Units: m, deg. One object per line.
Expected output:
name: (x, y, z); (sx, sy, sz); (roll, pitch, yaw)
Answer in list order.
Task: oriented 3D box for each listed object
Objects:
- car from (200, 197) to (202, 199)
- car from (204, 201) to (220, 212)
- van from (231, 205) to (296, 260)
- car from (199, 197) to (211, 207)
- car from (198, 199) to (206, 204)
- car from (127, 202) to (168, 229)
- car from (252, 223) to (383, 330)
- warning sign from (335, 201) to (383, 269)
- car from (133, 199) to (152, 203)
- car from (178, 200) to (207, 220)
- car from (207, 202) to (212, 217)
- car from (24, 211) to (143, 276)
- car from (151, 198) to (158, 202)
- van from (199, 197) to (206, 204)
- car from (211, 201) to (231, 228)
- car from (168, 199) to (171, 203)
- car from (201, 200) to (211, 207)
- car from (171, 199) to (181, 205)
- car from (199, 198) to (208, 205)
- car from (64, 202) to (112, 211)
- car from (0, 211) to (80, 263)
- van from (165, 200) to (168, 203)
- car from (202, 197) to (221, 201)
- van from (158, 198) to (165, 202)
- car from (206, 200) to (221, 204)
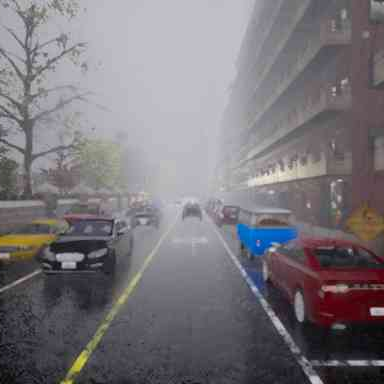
car: (2.687, 2.007, 57.705); (1.967, 1.590, 4.097); (0, -1, 0)
car: (2.688, 1.999, 46.445); (2.008, 1.369, 4.403); (0, -1, 0)
van: (2.692, 1.458, 12.668); (1.690, 1.788, 3.998); (0, -1, 0)
car: (2.686, 2.005, 68.966); (2.192, 1.841, 5.009); (0, -1, 0)
car: (2.683, 2.510, 91.484); (1.947, 1.339, 4.313); (0, -1, 0)
car: (-3.086, 1.714, 23.696); (2.128, 1.511, 4.902); (0, -1, 0)
car: (2.691, 1.610, 7.035); (1.887, 1.381, 4.507); (0, -1, 0)
warning sign: (5.064, 1.205, 9.683); (1.300, 1.860, 1.060); (0, -1, 0)
car: (-5.691, 1.775, 35.186); (1.967, 1.590, 4.097); (0, -1, 0)
car: (0.007, 1.786, 31.164); (2.128, 1.511, 4.902); (0, -1, 0)
car: (2.689, 1.831, 29.555); (2.008, 1.369, 4.403); (0, -1, 0)
car: (-3.100, 1.590, 10.812); (2.128, 1.511, 4.902); (0, 0, 0)
car: (-5.691, 1.831, 40.815); (1.967, 1.590, 4.097); (0, -1, 0)
van: (2.685, 2.221, 85.856); (1.690, 1.788, 3.998); (0, -1, 0)
car: (2.690, 1.665, 23.927); (1.967, 1.590, 4.097); (0, -1, 0)
car: (-5.694, 2.178, 63.333); (2.008, 1.369, 4.403); (0, -1, 0)
car: (2.686, 2.209, 63.334); (1.802, 1.307, 4.206); (0, -1, 0)
car: (-3.006, 2.282, 73.414); (1.895, 1.301, 4.718); (0, -1, 0)
car: (2.685, 2.257, 80.224); (1.967, 1.590, 4.097); (0, -1, 0)
car: (-5.690, 1.485, 18.297); (2.192, 1.841, 5.009); (0, -1, 0)
car: (-5.689, 1.641, 12.496); (1.752, 1.417, 4.829); (0, -1, 0)
van: (-5.693, 1.907, 57.705); (1.690, 1.788, 3.998); (0, -1, 0)
car: (2.689, 1.707, 40.817); (2.192, 1.841, 5.009); (0, -1, 0)
van: (-5.693, 1.848, 52.076); (1.690, 1.788, 3.998); (0, -1, 0)
car: (2.689, 1.880, 35.185); (1.887, 1.381, 4.507); (0, -1, 0)
